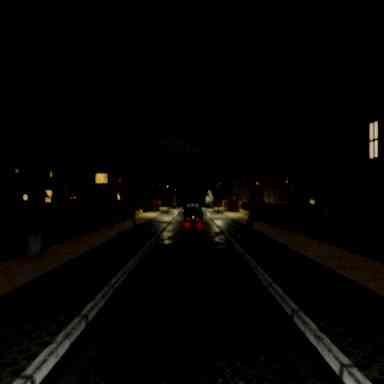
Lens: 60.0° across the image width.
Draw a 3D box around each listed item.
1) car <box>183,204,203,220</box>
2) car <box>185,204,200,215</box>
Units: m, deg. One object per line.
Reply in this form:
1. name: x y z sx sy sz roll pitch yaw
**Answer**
1. car: 0.100 2.049 32.689 1.895 1.301 4.718 0 -1 0
2. car: 0.099 2.207 43.379 1.895 1.301 4.718 0 -1 0
